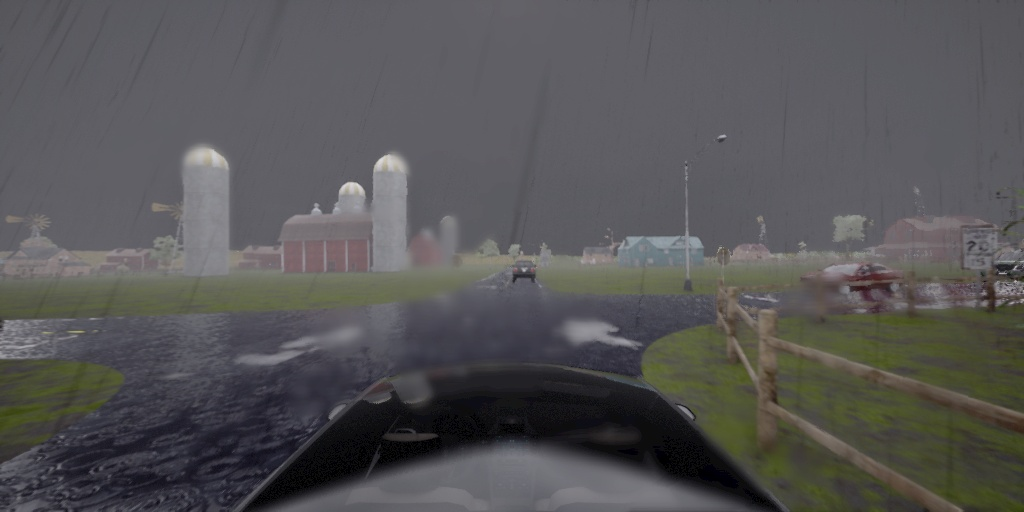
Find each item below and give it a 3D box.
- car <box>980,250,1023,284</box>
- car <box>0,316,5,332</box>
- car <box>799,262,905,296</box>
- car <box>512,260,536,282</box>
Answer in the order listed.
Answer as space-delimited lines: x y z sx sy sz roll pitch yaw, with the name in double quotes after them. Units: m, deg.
30.633 0.638 21.095 5.566 2.045 2.150 -1 0 -13 "car"
-16.776 1.671 9.320 4.902 1.511 2.128 -1 0 -8 "car"
17.085 1.096 18.091 5.008 1.535 1.882 -1 0 -12 "car"
1.186 1.449 34.975 2.150 2.045 5.566 0 -1 2 "car"
